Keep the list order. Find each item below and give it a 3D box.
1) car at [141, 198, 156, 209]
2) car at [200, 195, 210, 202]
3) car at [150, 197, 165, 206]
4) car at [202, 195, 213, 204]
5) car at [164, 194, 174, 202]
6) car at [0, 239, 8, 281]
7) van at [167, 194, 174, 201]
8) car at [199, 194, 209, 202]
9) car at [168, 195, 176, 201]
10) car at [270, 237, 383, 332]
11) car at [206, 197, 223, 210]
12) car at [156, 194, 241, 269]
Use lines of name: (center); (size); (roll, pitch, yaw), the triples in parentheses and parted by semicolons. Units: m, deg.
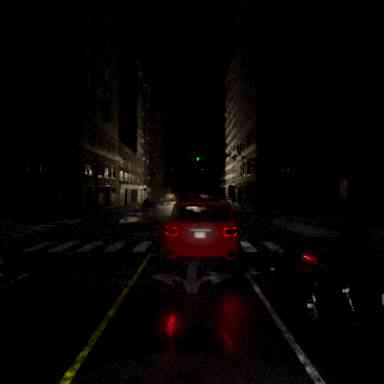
car: (-5.630, 1.579, 43.891); (1.802, 1.307, 4.206); (0, 0, 0)
car: (2.957, 1.493, 76.331); (1.967, 1.590, 4.097); (0, 0, 0)
car: (-5.608, 1.558, 54.708); (2.008, 1.369, 4.403); (0, 0, 0)
car: (2.936, 1.466, 65.513); (1.967, 1.590, 4.097); (0, 0, 0)
car: (-5.558, 1.384, 81.752); (2.192, 1.841, 5.009); (0, 0, 0)
car: (-5.669, 1.435, 6.788); (1.967, 1.590, 4.097); (0, 0, 0)
van: (-5.547, 1.429, 87.160); (1.690, 1.788, 3.998); (0, 0, 0)
car: (2.967, 1.384, 81.740); (2.192, 1.841, 5.009); (0, 0, 0)
car: (-5.536, 1.633, 92.398); (1.752, 1.417, 4.829); (0, 0, 0)
car: (2.856, 1.560, 6.787); (1.947, 1.339, 4.313); (0, 0, 0)
car: (2.895, 1.437, 43.877); (1.967, 1.590, 4.097); (0, 0, 0)
car: (0.462, 1.212, 11.288); (2.150, 2.045, 5.566); (0, 0, 5)
